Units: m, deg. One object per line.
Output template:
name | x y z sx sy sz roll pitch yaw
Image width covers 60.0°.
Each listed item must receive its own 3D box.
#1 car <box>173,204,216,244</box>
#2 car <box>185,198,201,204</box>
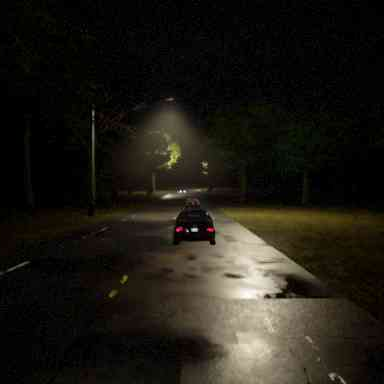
car | 0.100 1.527 15.594 2.033 1.411 5.357 0 0 0
car | 0.099 1.381 40.881 2.033 1.411 5.357 0 1 0
